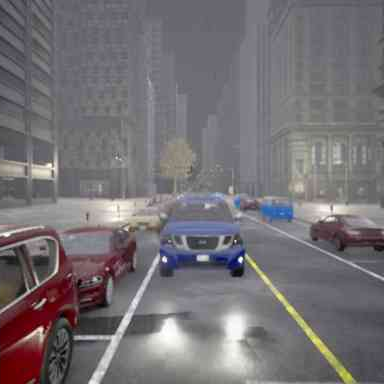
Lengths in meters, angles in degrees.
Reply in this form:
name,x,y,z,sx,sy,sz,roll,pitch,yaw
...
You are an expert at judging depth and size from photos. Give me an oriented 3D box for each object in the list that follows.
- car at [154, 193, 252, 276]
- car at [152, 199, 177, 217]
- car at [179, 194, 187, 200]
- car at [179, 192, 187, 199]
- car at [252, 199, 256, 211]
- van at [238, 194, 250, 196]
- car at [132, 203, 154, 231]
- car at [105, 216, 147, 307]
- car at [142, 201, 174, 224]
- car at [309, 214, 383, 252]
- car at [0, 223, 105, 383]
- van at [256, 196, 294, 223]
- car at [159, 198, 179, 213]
name,x,y,z,sx,sy,sz,roll,pitch,yaw
car,0.269,1.175,10.502,2.150,2.045,5.566,0,0,0
car,-2.400,1.412,29.977,1.887,1.381,4.507,0,0,0
car,-2.358,1.205,84.175,1.887,1.381,4.507,0,0,0
car,-2.354,0.957,89.464,2.192,1.841,5.009,0,0,0
car,6.156,1.389,35.479,1.887,1.381,4.507,0,0,0
van,6.160,1.163,41.004,1.690,1.788,3.998,0,0,0
car,-2.404,1.442,18.756,1.752,1.417,4.829,0,0,0
car,-2.407,1.509,7.875,1.887,1.381,4.507,0,0,0
car,-2.402,1.436,24.452,1.887,1.381,4.507,0,0,0
car,6.141,1.523,13.380,1.802,1.307,4.206,0,0,0
car,-2.408,1.304,2.349,2.192,1.841,5.009,0,0,0
van,6.149,1.233,24.429,1.690,1.788,3.998,0,0,0
car,-2.399,1.389,35.502,1.887,1.381,4.507,0,0,0
